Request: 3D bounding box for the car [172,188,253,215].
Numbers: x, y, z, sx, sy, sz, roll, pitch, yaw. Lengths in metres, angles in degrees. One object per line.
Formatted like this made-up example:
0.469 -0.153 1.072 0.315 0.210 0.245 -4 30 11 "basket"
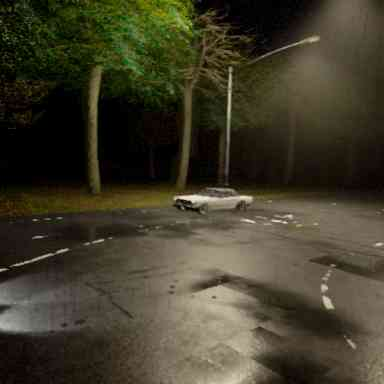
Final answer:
1.186 0.443 18.387 4.718 1.301 1.895 -2 6 -41 "car"
